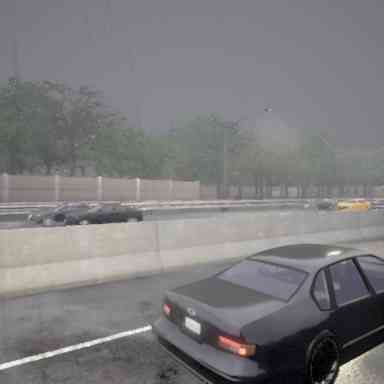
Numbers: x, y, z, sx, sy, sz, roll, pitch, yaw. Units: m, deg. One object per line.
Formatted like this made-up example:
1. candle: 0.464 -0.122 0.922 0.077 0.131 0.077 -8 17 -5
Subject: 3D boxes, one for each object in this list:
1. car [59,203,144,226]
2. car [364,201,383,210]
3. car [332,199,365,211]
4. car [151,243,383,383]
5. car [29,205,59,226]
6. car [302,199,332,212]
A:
1. car: -5.581 1.491 21.488 5.008 1.535 1.882 0 0 -36
2. car: 20.969 1.664 35.939 4.181 1.385 1.994 0 0 -35
3. car: 18.906 1.577 38.767 5.008 1.535 1.882 0 0 -35
4. car: 2.052 1.556 5.206 5.357 1.411 2.033 0 0 -35
5. car: -8.725 1.501 23.311 4.902 1.511 2.128 0 0 -37
6. car: 15.461 1.585 40.625 4.902 1.511 2.128 0 0 -35
